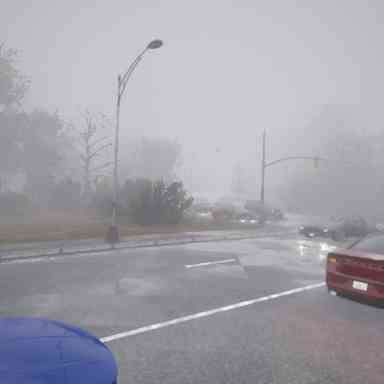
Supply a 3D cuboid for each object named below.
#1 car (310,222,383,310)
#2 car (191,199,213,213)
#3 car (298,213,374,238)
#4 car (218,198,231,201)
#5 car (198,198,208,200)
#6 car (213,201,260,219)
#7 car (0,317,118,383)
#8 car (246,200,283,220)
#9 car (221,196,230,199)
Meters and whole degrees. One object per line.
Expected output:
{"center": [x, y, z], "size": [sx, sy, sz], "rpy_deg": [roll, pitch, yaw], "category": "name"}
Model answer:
{"center": [5.019, 1.569, 7.366], "size": [5.008, 1.535, 1.882], "rpy_deg": [1, -1, -35], "category": "car"}
{"center": [1.404, 2.064, 45.257], "size": [1.895, 1.301, 4.718], "rpy_deg": [3, 0, -18], "category": "car"}
{"center": [8.283, 1.902, 18.538], "size": [5.357, 1.411, 2.033], "rpy_deg": [3, -2, -36], "category": "car"}
{"center": [4.511, 2.101, 47.102], "size": [1.837, 1.490, 4.892], "rpy_deg": [3, 1, -17], "category": "car"}
{"center": [1.852, 1.774, 56.889], "size": [1.837, 1.490, 4.892], "rpy_deg": [2, 2, -13], "category": "car"}
{"center": [4.716, 2.147, 36.299], "size": [2.033, 1.411, 5.357], "rpy_deg": [3, -1, -23], "category": "car"}
{"center": [-2.836, 1.476, 1.719], "size": [5.008, 1.535, 1.882], "rpy_deg": [0, 0, -36], "category": "car"}
{"center": [7.966, 1.975, 37.686], "size": [2.150, 2.045, 5.566], "rpy_deg": [3, -1, -22], "category": "car"}
{"center": [6.855, 1.619, 69.286], "size": [2.033, 1.411, 5.357], "rpy_deg": [2, 2, -7], "category": "car"}
